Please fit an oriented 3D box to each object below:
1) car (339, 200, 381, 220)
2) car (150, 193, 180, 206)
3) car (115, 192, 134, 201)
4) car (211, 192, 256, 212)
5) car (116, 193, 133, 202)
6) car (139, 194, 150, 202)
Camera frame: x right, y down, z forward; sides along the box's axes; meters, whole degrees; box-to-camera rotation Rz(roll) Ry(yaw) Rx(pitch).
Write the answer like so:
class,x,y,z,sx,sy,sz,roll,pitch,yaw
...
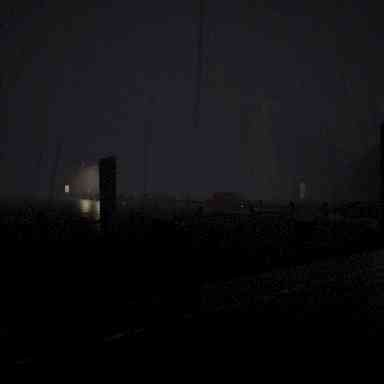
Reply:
class,x,y,z,sx,sy,sz,roll,pitch,yaw
car,13.554,1.383,24.739,4.902,1.511,2.128,1,1,44
car,-3.683,0.978,47.624,2.097,1.767,4.553,-1,1,-36
car,-13.416,0.878,66.083,1.882,1.535,5.008,-1,1,-36
car,4.422,0.982,36.298,2.150,2.045,5.566,-1,1,-36
car,-12.736,1.014,60.414,1.837,1.490,4.892,-1,1,-36
car,-7.590,1.025,58.025,1.812,1.442,4.674,-1,1,-35
